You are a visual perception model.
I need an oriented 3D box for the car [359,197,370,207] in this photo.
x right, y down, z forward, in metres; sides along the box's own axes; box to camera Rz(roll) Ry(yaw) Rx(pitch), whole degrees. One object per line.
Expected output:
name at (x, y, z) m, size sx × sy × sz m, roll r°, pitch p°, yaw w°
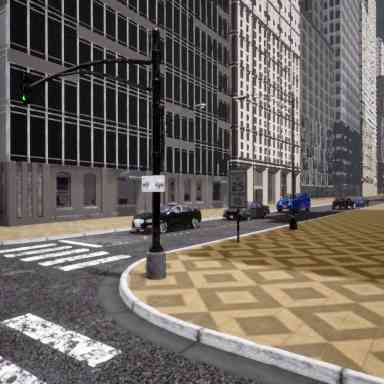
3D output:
car at (24.636, 1.368, 48.745) m, size 2.033 × 1.411 × 5.357 m, roll 0°, pitch 0°, yaw 37°

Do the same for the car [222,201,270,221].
car at (4.570, 1.472, 27.120) m, size 2.033 × 1.411 × 5.357 m, roll 0°, pitch 0°, yaw 37°

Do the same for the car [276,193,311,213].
car at (10.986, 1.113, 35.670) m, size 2.150 × 2.045 × 5.566 m, roll 0°, pitch 0°, yaw 37°

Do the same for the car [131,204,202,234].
car at (-1.349, 1.447, 19.218) m, size 2.128 × 1.511 × 4.902 m, roll 0°, pitch 0°, yaw 37°

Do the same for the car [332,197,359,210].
car at (18.423, 1.359, 40.377) m, size 1.837 × 1.490 × 4.892 m, roll 0°, pitch 0°, yaw 37°
